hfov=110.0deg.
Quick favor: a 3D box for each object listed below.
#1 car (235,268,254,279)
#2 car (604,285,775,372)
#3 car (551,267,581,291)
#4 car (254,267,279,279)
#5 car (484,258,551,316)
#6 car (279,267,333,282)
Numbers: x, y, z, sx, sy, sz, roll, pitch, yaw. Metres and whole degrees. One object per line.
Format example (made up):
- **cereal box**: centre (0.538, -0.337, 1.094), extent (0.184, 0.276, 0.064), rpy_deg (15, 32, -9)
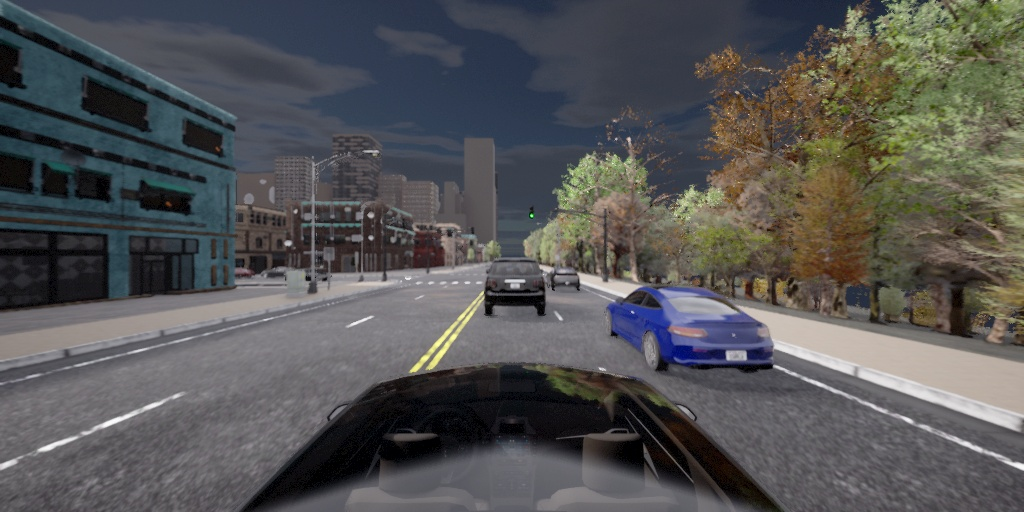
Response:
- **car**: centre (-33.782, 2.098, 43.814), extent (4.207, 1.307, 1.802), rpy_deg (0, 0, 0)
- **car**: centre (3.357, 1.338, 7.662), extent (1.812, 1.442, 4.674), rpy_deg (0, 0, 0)
- **car**: centre (3.368, 1.478, 24.206), extent (2.128, 1.511, 4.902), rpy_deg (0, -1, 0)
- **car**: centre (-28.247, 2.003, 43.803), extent (4.403, 1.370, 2.007), rpy_deg (0, 0, 0)
- **car**: centre (0.111, 1.101, 14.294), extent (2.150, 2.045, 5.566), rpy_deg (0, -1, 0)
- **car**: centre (-19.921, 1.918, 35.285), extent (4.313, 1.339, 1.948), rpy_deg (0, 0, 0)
